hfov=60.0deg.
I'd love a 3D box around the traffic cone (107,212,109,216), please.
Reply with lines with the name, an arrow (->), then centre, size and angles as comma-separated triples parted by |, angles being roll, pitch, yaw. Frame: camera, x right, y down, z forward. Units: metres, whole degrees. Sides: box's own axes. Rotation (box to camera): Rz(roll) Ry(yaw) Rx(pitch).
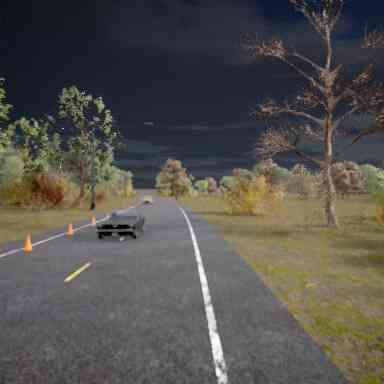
traffic cone -> -7.056, 2.003, 28.061 | 0.340, 0.580, 0.340 | 0, 0, -3

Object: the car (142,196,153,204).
car -> -8.396, 1.537, 62.906 | 1.882, 1.535, 5.008 | 0, 0, -6

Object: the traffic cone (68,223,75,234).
traffic cone -> -6.624, 1.994, 18.119 | 0.340, 0.580, 0.340 | 0, 0, -2

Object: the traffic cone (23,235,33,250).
traffic cone -> -6.467, 1.988, 13.147 | 0.340, 0.580, 0.340 | 0, 0, -2

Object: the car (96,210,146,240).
car -> -3.558, 1.631, 17.311 | 1.895, 1.301, 4.718 | 0, 0, -2
